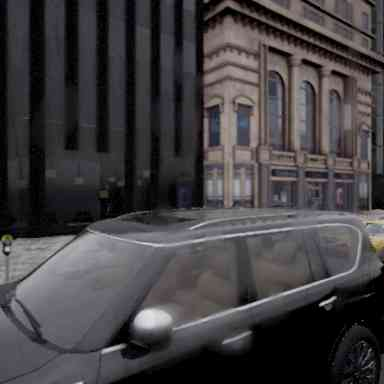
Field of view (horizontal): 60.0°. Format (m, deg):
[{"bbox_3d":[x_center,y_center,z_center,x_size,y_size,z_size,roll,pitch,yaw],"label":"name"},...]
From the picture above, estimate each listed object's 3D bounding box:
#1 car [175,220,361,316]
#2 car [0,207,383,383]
[{"bbox_3d":[1.994,1.552,8.073,4.507,1.381,1.887,0,0,-36],"label":"car"},{"bbox_3d":[-0.202,1.224,3.236,5.566,2.045,2.150,0,0,-36],"label":"car"}]
